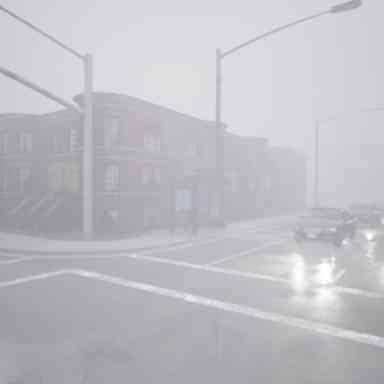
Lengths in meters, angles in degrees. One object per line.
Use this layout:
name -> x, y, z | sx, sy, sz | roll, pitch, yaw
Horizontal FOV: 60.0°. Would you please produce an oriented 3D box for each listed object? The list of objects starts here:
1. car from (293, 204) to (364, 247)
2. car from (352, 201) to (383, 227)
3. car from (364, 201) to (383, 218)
car -> 6.153, 1.474, 15.173 | 2.128, 1.511, 4.902 | 0, 0, 36
car -> 11.601, 1.488, 22.749 | 1.837, 1.490, 4.892 | 0, 0, 36
car -> 17.409, 1.547, 30.807 | 1.994, 1.385, 4.181 | 0, 0, 36
